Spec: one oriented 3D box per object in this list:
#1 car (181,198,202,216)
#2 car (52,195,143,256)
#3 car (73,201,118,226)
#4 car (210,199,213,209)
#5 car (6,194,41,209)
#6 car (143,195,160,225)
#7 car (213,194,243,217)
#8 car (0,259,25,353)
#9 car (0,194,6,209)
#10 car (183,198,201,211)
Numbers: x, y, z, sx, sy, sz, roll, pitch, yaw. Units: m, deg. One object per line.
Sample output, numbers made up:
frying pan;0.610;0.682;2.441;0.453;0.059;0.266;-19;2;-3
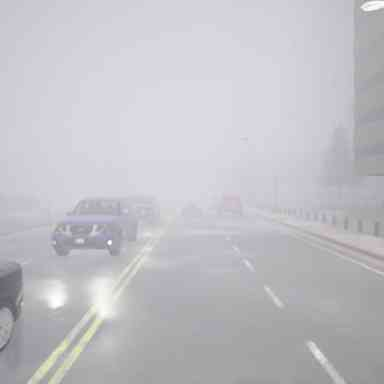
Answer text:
car;-0.015;1.520;31.972;1.812;1.442;4.674;0;0;0
car;-3.595;1.219;13.465;2.150;2.045;5.566;0;0;0
car;-7.011;1.515;24.742;1.882;1.535;5.008;0;0;0
car;3.519;1.346;44.766;2.097;1.767;4.553;0;0;1
car;-21.068;1.145;42.316;1.932;1.855;4.605;0;0;0
car;-3.596;1.217;24.196;2.150;2.045;5.566;0;0;0
car;3.490;1.218;31.905;2.150;2.045;5.566;0;0;0
car;-3.592;1.477;3.230;1.882;1.535;5.008;0;0;0
car;-23.962;1.147;42.379;1.905;1.878;3.866;0;0;0
car;-0.019;1.485;40.948;2.128;1.511;4.902;0;0;0
